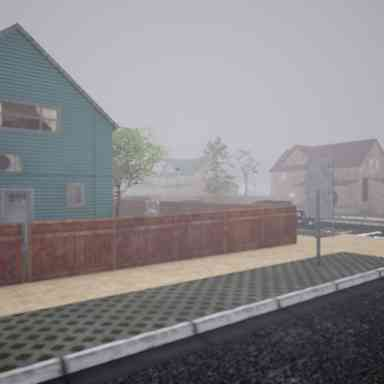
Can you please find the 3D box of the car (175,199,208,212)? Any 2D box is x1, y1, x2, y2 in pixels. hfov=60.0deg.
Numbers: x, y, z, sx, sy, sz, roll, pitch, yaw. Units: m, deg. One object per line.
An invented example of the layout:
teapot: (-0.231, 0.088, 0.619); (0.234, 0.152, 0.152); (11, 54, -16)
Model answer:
car: (0.390, 1.356, 29.328); (1.882, 1.535, 5.008); (0, 0, -36)

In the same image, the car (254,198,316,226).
car: (5.814, 1.274, 21.749); (2.097, 1.767, 4.553); (0, 0, -36)

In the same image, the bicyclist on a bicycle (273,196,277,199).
bicyclist on a bicycle: (7.404, 1.166, 29.590); (1.656, 1.620, 0.582); (-1, 1, -36)

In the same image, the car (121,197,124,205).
car: (-8.833, 1.261, 47.167); (1.882, 1.535, 5.008); (0, 0, -35)

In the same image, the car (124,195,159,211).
car: (-5.374, 1.189, 37.384); (2.097, 1.767, 4.553); (0, 0, -36)
